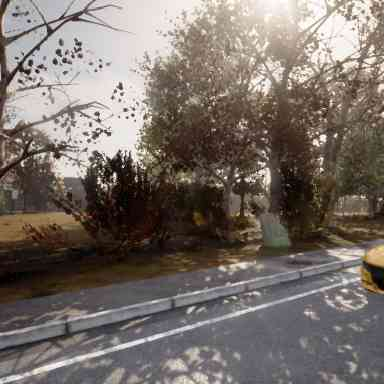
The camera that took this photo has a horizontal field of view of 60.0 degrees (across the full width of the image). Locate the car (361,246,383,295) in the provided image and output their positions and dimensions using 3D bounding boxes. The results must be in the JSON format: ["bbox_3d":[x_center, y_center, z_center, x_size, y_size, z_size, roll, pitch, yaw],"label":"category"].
[{"bbox_3d":[5.899,1.490,7.762,5.008,1.535,1.882,0,0,-35],"label":"car"}]
